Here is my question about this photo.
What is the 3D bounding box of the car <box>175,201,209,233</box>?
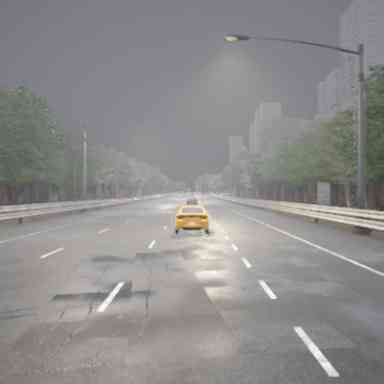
[{"bbox_3d":[0.007,1.543,20.144,1.882,1.535,5.008,0,0,0],"label":"car"}]

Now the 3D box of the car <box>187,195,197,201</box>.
[{"bbox_3d":[0.020,1.675,57.275,2.128,1.511,4.902,0,0,0],"label":"car"}]
